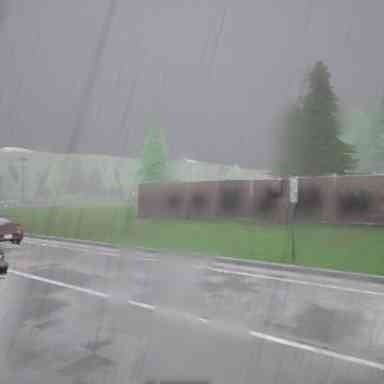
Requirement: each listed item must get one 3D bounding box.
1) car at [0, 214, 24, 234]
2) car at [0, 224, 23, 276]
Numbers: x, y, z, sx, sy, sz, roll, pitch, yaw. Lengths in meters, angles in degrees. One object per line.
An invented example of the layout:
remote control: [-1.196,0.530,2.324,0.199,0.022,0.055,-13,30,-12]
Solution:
car: [-9.431,1.684,15.047,4.674,1.442,1.812,-1,0,36]
car: [-7.063,1.653,9.038,5.357,1.411,2.033,-1,0,36]
